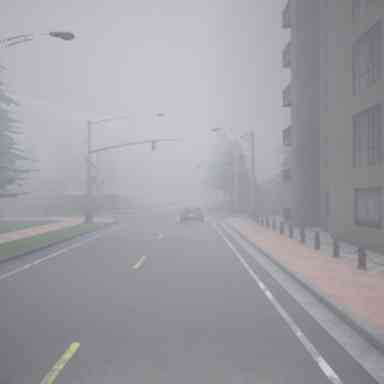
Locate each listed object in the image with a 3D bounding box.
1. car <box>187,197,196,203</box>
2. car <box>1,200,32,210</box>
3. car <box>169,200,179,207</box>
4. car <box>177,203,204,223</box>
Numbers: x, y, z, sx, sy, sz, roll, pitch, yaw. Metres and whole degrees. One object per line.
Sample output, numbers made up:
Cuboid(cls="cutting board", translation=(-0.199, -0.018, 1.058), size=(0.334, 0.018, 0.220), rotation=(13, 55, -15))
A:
Cuboid(cls="car", translation=(-0.036, 2.076, 78.237), size=(2.097, 1.767, 4.553), rotation=(0, -1, 0))
Cuboid(cls="car", translation=(-25.042, 1.689, 48.097), size=(1.932, 1.855, 4.605), rotation=(0, -1, -1))
Cuboid(cls="car", translation=(-3.532, 2.283, 67.297), size=(2.033, 1.411, 5.357), rotation=(0, -1, 0))
Cuboid(cls="car", translation=(0.011, 1.879, 28.543), size=(1.994, 1.385, 4.181), rotation=(0, -1, 1))
